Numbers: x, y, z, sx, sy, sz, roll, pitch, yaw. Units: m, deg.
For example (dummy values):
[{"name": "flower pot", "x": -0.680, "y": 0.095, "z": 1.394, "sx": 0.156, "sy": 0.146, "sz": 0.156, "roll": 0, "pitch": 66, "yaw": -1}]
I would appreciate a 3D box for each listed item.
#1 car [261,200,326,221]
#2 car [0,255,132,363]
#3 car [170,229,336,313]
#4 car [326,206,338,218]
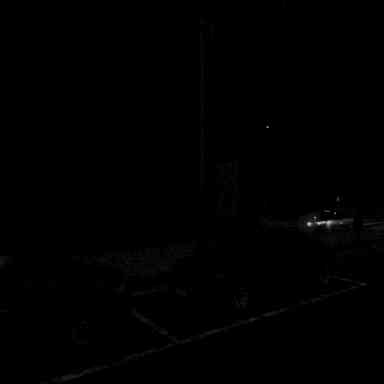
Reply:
[{"name": "car", "x": 7.684, "y": 1.532, "z": 27.153, "sx": 2.033, "sy": 1.411, "sz": 5.357, "roll": 0, "pitch": 0, "yaw": -36}, {"name": "car", "x": -2.878, "y": 1.582, "z": 4.482, "sx": 4.206, "sy": 1.307, "sz": 1.802, "roll": 0, "pitch": 0, "yaw": -35}, {"name": "car", "x": 1.560, "y": 1.566, "z": 7.648, "sx": 4.313, "sy": 1.339, "sz": 1.947, "roll": 0, "pitch": 0, "yaw": -35}, {"name": "car", "x": 10.266, "y": 1.480, "z": 29.131, "sx": 1.837, "sy": 1.490, "sz": 4.892, "roll": 0, "pitch": 0, "yaw": -36}]
